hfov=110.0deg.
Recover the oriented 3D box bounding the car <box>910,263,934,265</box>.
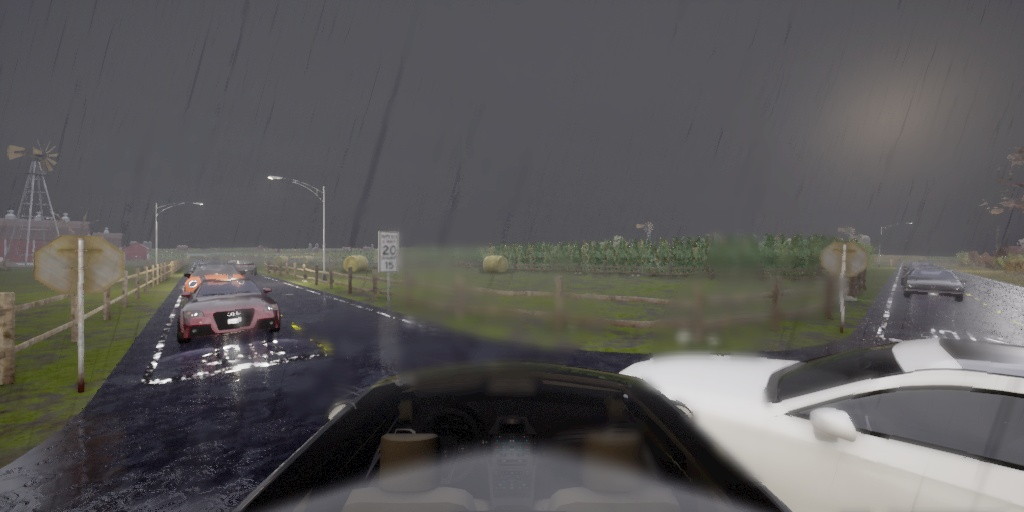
[{"bbox_3d":[27.554,1.378,23.922,4.181,1.385,1.994,0,1,-42],"label":"car"}]

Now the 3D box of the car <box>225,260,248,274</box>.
[{"bbox_3d":[-33.333,1.273,43.325,1.837,1.490,4.892,0,0,-41],"label":"car"}]

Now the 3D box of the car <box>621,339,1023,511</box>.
[{"bbox_3d":[2.855,1.293,2.254,1.812,1.442,4.674,0,1,-43],"label":"car"}]

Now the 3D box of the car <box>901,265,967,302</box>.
[{"bbox_3d":[20.716,1.346,17.697,5.357,1.411,2.033,0,1,-42],"label":"car"}]

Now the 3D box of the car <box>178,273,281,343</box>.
[{"bbox_3d":[-7.858,1.349,9.934,1.994,1.385,4.181,0,0,-42],"label":"car"}]

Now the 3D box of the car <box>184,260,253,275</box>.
[{"bbox_3d":[-13.578,1.129,16.466,2.097,1.767,4.553,0,0,-41],"label":"car"}]

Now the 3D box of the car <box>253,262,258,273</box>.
[{"bbox_3d":[-26.677,1.257,35.810,2.128,1.511,4.902,0,0,-41],"label":"car"}]
